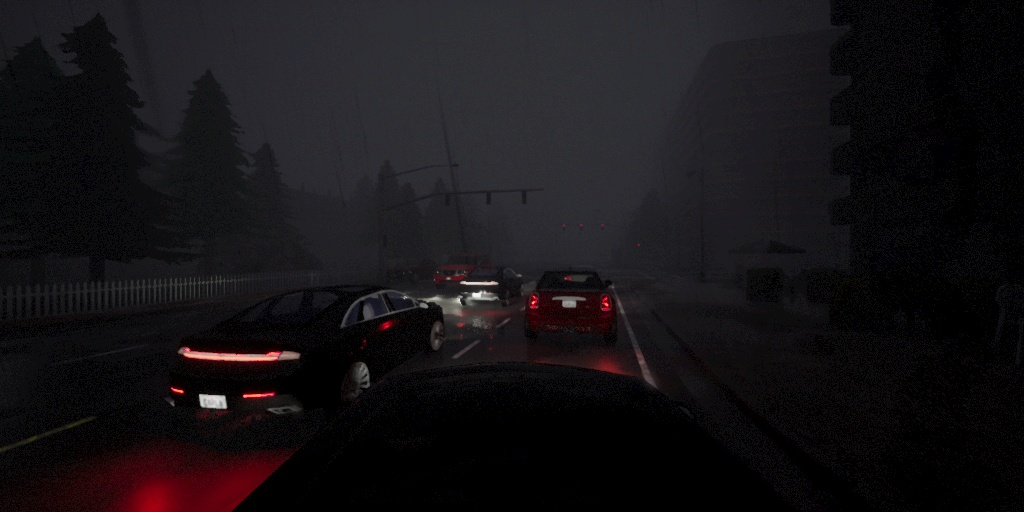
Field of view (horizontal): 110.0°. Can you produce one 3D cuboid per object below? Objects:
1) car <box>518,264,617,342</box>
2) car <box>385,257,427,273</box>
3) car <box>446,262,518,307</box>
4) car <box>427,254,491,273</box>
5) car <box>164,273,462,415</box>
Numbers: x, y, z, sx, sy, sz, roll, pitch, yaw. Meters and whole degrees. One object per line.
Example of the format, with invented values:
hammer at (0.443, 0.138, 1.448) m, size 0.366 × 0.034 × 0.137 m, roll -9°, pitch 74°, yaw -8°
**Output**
car at (1.685, 1.060, 9.946) m, size 2.097 × 1.767 × 4.553 m, roll 0°, pitch 0°, yaw 12°
car at (-6.189, 0.842, 23.001) m, size 1.882 × 1.535 × 5.008 m, roll 0°, pitch 0°, yaw 14°
car at (-0.727, 1.174, 15.175) m, size 2.128 × 1.511 × 4.902 m, roll 0°, pitch 0°, yaw 13°
car at (-2.797, 0.866, 22.138) m, size 2.150 × 2.045 × 5.566 m, roll 0°, pitch 0°, yaw 14°
car at (-2.622, 1.221, 5.966) m, size 2.128 × 1.511 × 4.902 m, roll 0°, pitch 0°, yaw 8°
